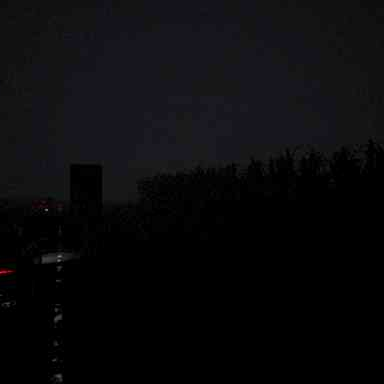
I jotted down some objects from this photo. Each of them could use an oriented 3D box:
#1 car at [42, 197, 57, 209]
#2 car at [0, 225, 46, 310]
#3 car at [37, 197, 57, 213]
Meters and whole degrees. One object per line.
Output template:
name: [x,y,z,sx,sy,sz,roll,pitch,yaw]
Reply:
car: [-19.471,1.454,45.609,1.812,1.442,4.674,0,0,-21]
car: [-4.447,1.498,7.414,1.837,1.490,4.892,0,0,-21]
car: [-15.714,1.551,36.196,1.895,1.301,4.718,0,0,-21]
